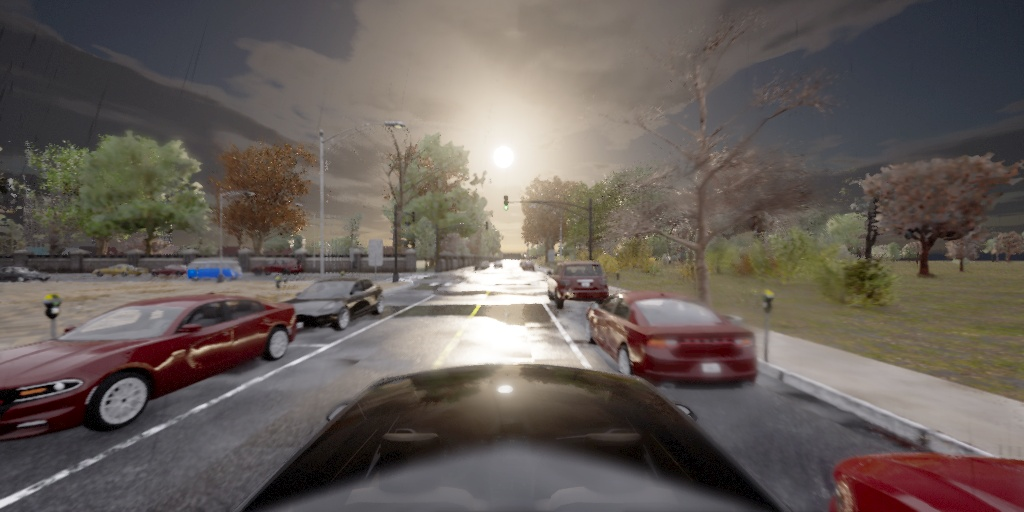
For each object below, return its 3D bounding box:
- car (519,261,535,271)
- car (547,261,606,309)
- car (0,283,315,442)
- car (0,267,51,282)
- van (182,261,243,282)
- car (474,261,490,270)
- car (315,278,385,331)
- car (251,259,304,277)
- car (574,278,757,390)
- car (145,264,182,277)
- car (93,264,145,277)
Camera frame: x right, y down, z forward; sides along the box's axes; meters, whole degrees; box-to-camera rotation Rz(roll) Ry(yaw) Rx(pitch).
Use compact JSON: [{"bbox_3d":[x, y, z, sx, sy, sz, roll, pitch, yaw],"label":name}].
[{"bbox_3d":[2.638,1.503,57.428,1.967,1.591,4.097,0,0,0],"label":"car"},{"bbox_3d":[2.699,1.142,15.494,2.192,1.841,5.009,0,0,0],"label":"car"},{"bbox_3d":[-5.315,1.317,5.613,1.888,1.381,4.507,0,0,0],"label":"car"},{"bbox_3d":[-42.693,1.603,30.980,4.403,1.370,2.007,0,0,-1],"label":"car"},{"bbox_3d":[-25.813,1.359,31.263,3.998,1.789,1.690,0,0,-1],"label":"van"},{"bbox_3d":[-5.299,1.647,60.447,1.948,1.339,4.313,0,0,0],"label":"car"},{"bbox_3d":[-5.385,1.369,11.156,1.948,1.339,4.313,0,0,0],"label":"car"},{"bbox_3d":[-25.660,1.274,39.436,5.009,1.841,2.192,0,0,-1],"label":"car"},{"bbox_3d":[2.582,1.323,6.857,1.888,1.381,4.507,0,0,0],"label":"car"},{"bbox_3d":[-36.909,1.563,39.248,4.207,1.307,1.802,0,0,-1],"label":"car"},{"bbox_3d":[-42.704,1.518,39.151,4.829,1.417,1.751,0,0,-1],"label":"car"}]
